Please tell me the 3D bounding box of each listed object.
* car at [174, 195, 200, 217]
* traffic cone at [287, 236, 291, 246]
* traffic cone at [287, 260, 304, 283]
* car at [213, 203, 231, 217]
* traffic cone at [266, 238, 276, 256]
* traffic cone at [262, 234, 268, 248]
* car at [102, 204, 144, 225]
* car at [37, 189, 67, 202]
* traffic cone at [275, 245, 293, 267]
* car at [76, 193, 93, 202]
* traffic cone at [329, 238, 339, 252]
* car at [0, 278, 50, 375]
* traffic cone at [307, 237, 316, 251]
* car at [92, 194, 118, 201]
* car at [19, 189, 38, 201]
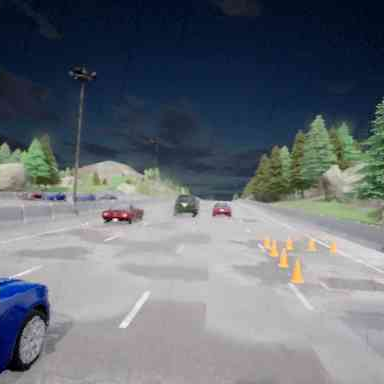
[{"bbox_3d":[-0.454,1.347,33.365,2.150,2.045,5.566,3,0,5],"label":"car"},{"bbox_3d":[4.428,2.287,15.178,0.340,0.580,0.340,3,0,5],"label":"traffic cone"},{"bbox_3d":[2.939,2.183,9.282,0.340,0.580,0.340,3,0,5],"label":"traffic cone"},{"bbox_3d":[3.299,1.866,36.508,1.994,1.385,4.181,3,0,5],"label":"car"},{"bbox_3d":[3.269,2.224,13.268,0.340,0.580,0.340,3,0,5],"label":"traffic cone"},{"bbox_3d":[3.434,2.241,15.261,0.340,0.580,0.340,3,0,5],"label":"traffic cone"},{"bbox_3d":[-4.776,1.521,23.802,1.895,1.301,4.718,3,0,5],"label":"car"},{"bbox_3d":[-20.344,0.663,49.410,1.882,1.535,5.008,3,0,5],"label":"car"},{"bbox_3d":[3.104,2.203,11.275,0.340,0.580,0.340,3,0,5],"label":"traffic cone"},{"bbox_3d":[-16.593,0.840,52.185,1.882,1.535,5.008,3,0,5],"label":"car"},{"bbox_3d":[6.417,2.381,15.013,0.340,0.580,0.340,3,0,5],"label":"traffic cone"},{"bbox_3d":[-3.016,1.363,2.626,1.882,1.535,5.008,3,0,5],"label":"car"},{"bbox_3d":[5.423,2.334,15.096,0.340,0.580,0.340,3,0,5],"label":"traffic cone"},{"bbox_3d":[-13.125,1.073,51.710,2.033,1.411,5.357,3,0,5],"label":"car"},{"bbox_3d":[-23.809,0.374,49.791,2.097,1.767,4.553,3,0,5],"label":"car"}]
